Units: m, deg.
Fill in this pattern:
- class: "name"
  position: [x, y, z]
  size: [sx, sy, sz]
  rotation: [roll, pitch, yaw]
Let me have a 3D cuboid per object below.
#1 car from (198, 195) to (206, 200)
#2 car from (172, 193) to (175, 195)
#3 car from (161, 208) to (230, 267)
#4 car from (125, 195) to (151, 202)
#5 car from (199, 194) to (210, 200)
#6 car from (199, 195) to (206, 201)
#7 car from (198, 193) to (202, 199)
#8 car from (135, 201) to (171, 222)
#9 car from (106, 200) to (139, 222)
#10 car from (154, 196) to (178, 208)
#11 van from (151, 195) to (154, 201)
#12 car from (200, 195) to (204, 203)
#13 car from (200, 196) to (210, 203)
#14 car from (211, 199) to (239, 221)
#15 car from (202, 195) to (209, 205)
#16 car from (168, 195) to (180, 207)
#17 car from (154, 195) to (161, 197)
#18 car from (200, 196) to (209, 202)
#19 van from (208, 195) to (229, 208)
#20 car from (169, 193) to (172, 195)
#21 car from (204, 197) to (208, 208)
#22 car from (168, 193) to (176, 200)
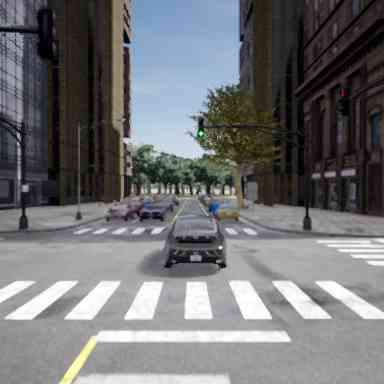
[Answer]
- class: "car"
  position: [2.841, 1.578, 95.166]
  size: [1.947, 1.339, 4.313]
  rotation: [0, 0, 0]
- class: "car"
  position: [-5.699, 1.609, 78.131]
  size: [1.802, 1.307, 4.206]
  rotation: [0, 0, 0]
- class: "car"
  position: [0.111, 1.536, 11.470]
  size: [1.837, 1.490, 4.892]
  rotation: [0, 0, 0]
- class: "car"
  position: [-5.744, 1.358, 32.694]
  size: [2.192, 1.841, 5.009]
  rotation: [-1, 0, 0]
- class: "car"
  position: [2.810, 1.590, 61.091]
  size: [2.008, 1.369, 4.403]
  rotation: [-1, 0, 0]
- class: "car"
  position: [2.835, 1.543, 89.656]
  size: [1.752, 1.417, 4.829]
  rotation: [0, 0, 0]
- class: "car"
  position: [2.813, 1.350, 66.770]
  size: [2.192, 1.841, 5.009]
  rotation: [-1, 0, 0]
- class: "car"
  position: [-3.071, 1.640, 27.008]
  size: [1.895, 1.301, 4.718]
  rotation: [0, 0, 0]
- class: "car"
  position: [-5.746, 1.622, 27.013]
  size: [1.802, 1.307, 4.206]
  rotation: [-1, 0, 0]
- class: "car"
  position: [-3.049, 1.551, 39.376]
  size: [1.837, 1.490, 4.892]
  rotation: [0, 0, 0]
- class: "van"
  position: [-5.738, 1.387, 38.374]
  size: [1.690, 1.788, 3.998]
  rotation: [-1, 0, 0]
- class: "car"
  position: [2.805, 1.587, 55.412]
  size: [1.887, 1.381, 4.507]
  rotation: [-1, 0, 0]
- class: "car"
  position: [2.820, 1.582, 72.449]
  size: [2.008, 1.369, 4.403]
  rotation: [-1, 0, 0]
- class: "car"
  position: [2.779, 1.565, 27.184]
  size: [1.752, 1.417, 4.829]
  rotation: [-1, 0, 0]
- class: "car"
  position: [2.800, 1.570, 49.903]
  size: [1.752, 1.417, 4.829]
  rotation: [-1, 0, 0]
- class: "car"
  position: [-3.005, 1.644, 53.826]
  size: [1.895, 1.301, 4.718]
  rotation: [0, 0, 1]
- class: "car"
  position: [-5.733, 1.361, 44.054]
  size: [2.192, 1.841, 5.009]
  rotation: [-1, 0, 0]
- class: "car"
  position: [2.826, 1.578, 78.128]
  size: [2.008, 1.369, 4.403]
  rotation: [-1, 0, 0]
- class: "van"
  position: [2.782, 1.384, 32.695]
  size: [1.690, 1.788, 3.998]
  rotation: [-1, 0, 0]
- class: "car"
  position: [-5.711, 1.476, 66.772]
  size: [1.967, 1.590, 4.097]
  rotation: [0, 0, 0]
- class: "car"
  position: [2.790, 1.611, 38.374]
  size: [1.947, 1.339, 4.313]
  rotation: [-1, 0, 0]
- class: "car"
  position: [-5.687, 1.327, 95.170]
  size: [2.192, 1.841, 5.009]
  rotation: [0, 0, 0]
